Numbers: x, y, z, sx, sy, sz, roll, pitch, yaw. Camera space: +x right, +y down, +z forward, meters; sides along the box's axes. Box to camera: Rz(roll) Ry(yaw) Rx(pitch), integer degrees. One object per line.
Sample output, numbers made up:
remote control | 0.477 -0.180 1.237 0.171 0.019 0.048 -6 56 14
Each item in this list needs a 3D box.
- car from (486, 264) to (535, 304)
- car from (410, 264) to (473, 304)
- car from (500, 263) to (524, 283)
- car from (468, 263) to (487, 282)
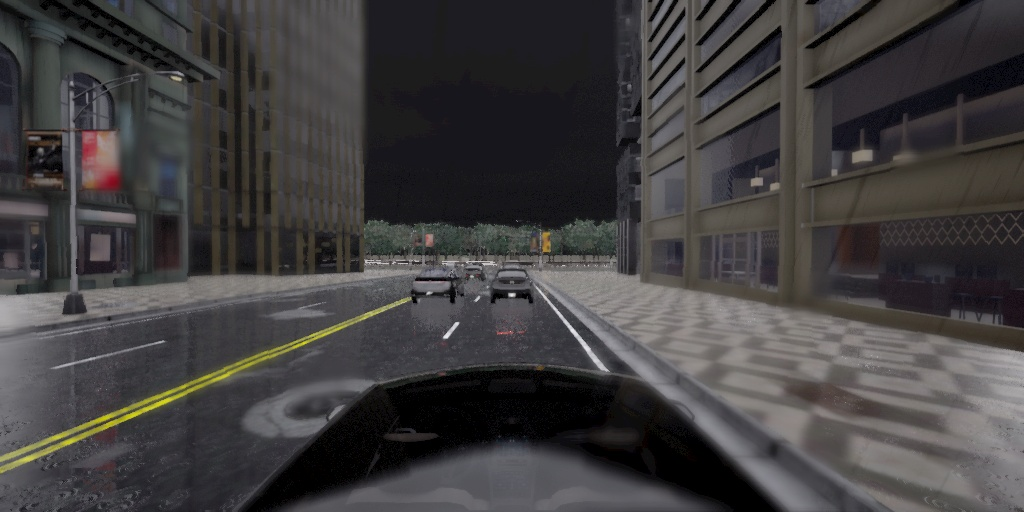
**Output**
car | 0.000 1.293 16.507 1.837 1.490 4.892 0 0 0
car | -3.250 1.271 16.506 2.128 1.511 4.902 0 0 0
car | 0.000 1.416 31.516 1.882 1.535 5.008 0 -1 0
car | -3.250 1.448 31.516 1.837 1.490 4.892 0 -1 0
